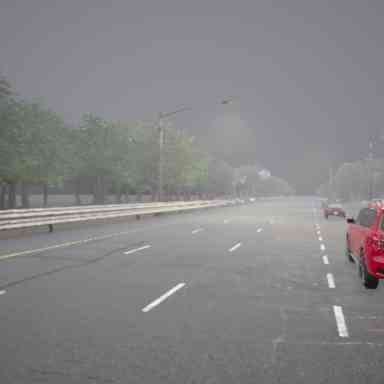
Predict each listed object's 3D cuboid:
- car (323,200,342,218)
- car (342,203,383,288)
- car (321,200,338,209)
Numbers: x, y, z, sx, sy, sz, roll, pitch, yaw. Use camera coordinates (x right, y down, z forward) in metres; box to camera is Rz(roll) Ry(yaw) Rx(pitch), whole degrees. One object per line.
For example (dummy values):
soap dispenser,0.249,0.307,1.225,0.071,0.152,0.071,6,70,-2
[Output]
car,14.502,1.880,33.884,1.812,1.442,4.674,0,0,20
car,5.718,1.334,9.275,2.150,2.045,5.566,0,0,20
car,23.393,2.070,56.495,2.128,1.511,4.902,0,-1,27
